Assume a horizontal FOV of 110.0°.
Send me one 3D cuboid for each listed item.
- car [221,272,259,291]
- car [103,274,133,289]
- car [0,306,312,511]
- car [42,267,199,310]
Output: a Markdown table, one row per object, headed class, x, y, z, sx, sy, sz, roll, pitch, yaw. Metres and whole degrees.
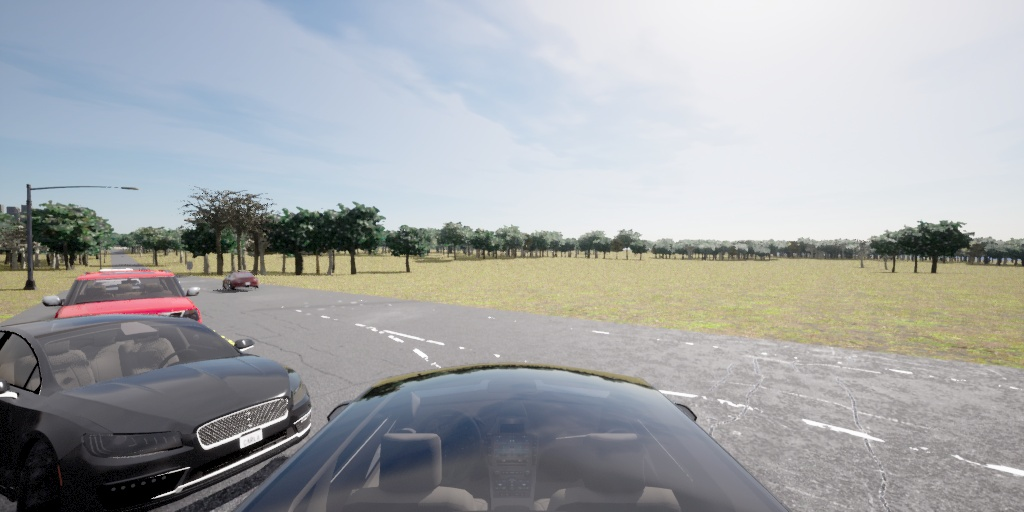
| class | x | y | z | sx | sy | sz | roll | pitch | yaw |
| --- | --- | --- | --- | --- | --- | --- | --- | --- | --- |
| car | -22.858 | 2.089 | 30.184 | 4.674 | 1.442 | 1.812 | -2 | 0 | 42 |
| car | -41.656 | 2.667 | 37.966 | 1.895 | 1.301 | 4.718 | -1 | 0 | -45 |
| car | -4.502 | 1.445 | 4.019 | 4.892 | 1.490 | 1.837 | -3 | -3 | 22 |
| car | -9.341 | 1.386 | 8.740 | 5.566 | 2.045 | 2.150 | -2 | 0 | 42 |
